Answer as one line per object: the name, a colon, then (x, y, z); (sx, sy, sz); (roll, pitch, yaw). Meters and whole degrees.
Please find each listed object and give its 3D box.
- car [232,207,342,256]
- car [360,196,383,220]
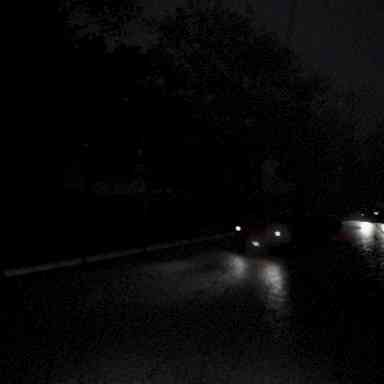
car: (3.521, 1.245, 11.844); (1.895, 1.301, 4.718); (3, 3, 45)
car: (11.604, 0.963, 19.766); (4.181, 1.385, 1.994); (-2, 3, -44)
